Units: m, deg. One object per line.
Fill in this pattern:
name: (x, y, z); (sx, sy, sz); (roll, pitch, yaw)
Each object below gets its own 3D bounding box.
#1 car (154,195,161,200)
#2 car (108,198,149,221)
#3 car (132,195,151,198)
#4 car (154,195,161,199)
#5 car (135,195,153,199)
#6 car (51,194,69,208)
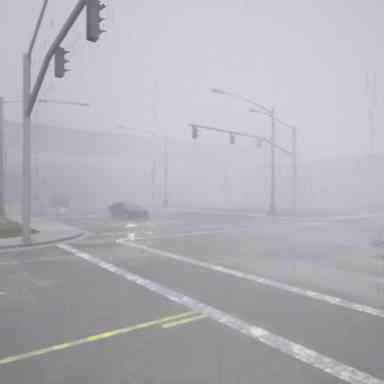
car: (-9.852, 1.629, 94.499); (2.038, 1.542, 4.974); (0, 0, -5)
car: (-5.455, 1.520, 28.188); (1.882, 1.535, 5.008); (0, 0, -37)
car: (-13.583, 1.614, 94.429); (4.974, 1.542, 2.038); (0, 0, 25)
car: (-9.857, 1.472, 94.551); (1.853, 1.218, 4.536); (0, 0, -5)
car: (-13.629, 1.456, 94.451); (4.536, 1.218, 1.853); (0, 0, 25)
car: (-19.231, 1.255, 48.674); (2.150, 2.045, 5.566); (0, 0, -17)
